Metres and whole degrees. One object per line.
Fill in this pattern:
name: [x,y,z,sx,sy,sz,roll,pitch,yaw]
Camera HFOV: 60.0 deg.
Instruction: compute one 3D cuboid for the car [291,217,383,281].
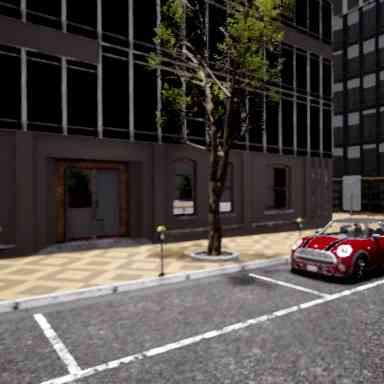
car: [4.826,1.529,10.031,4.097,1.590,1.967,1,-1,-36]
